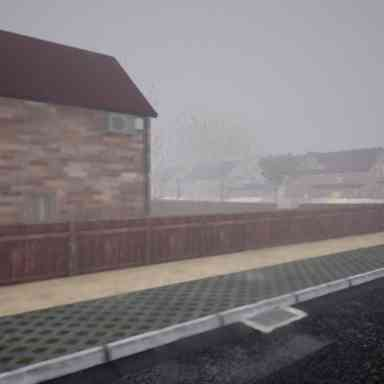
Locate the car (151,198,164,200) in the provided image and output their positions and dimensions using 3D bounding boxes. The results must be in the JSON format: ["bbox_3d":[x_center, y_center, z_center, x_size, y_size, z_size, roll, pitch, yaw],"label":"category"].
[{"bbox_3d":[-5.000,1.745,50.336,1.837,1.490,4.892,-1,0,-36],"label":"car"}]
